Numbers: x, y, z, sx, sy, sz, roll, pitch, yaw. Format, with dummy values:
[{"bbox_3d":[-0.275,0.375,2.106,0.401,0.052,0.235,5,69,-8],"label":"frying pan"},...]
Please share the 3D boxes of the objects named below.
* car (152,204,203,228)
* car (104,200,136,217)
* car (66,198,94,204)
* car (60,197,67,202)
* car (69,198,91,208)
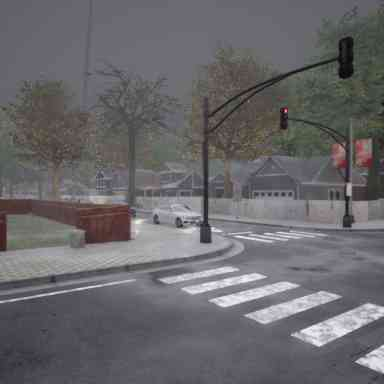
[{"bbox_3d":[-1.043,1.546,22.621,1.812,1.442,4.674,0,0,-36],"label":"car"},{"bbox_3d":[-6.884,1.512,30.788,1.882,1.535,5.008,0,0,-36],"label":"car"},{"bbox_3d":[-12.873,1.528,39.168,1.882,1.535,5.008,0,0,-35],"label":"car"},{"bbox_3d":[-22.422,1.599,57.379,2.128,1.511,4.902,0,0,-36],"label":"car"},{"bbox_3d":[-16.760,1.652,49.573,1.994,1.385,4.181,0,0,-35],"label":"car"}]
